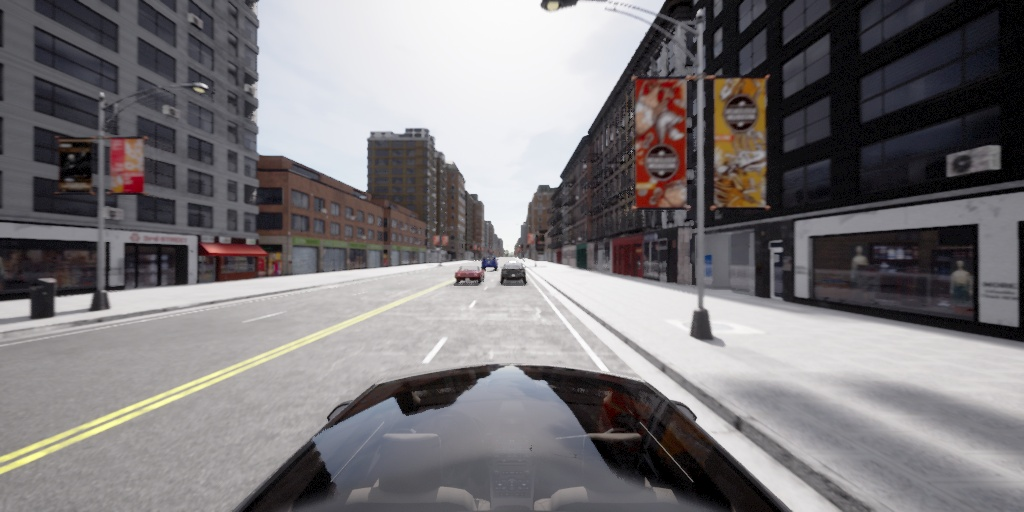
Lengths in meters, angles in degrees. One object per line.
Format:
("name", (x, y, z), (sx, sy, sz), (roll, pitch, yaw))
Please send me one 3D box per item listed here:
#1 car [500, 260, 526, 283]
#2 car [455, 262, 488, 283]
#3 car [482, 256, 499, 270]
("car", (0.102, 1.237, 28.138), (1.882, 1.535, 5.008), (0, 0, 0))
("car", (-3.150, 1.360, 27.742), (1.895, 1.301, 4.718), (0, 0, 0))
("car", (-3.149, 0.979, 51.252), (2.150, 2.045, 5.566), (0, 0, 0))
